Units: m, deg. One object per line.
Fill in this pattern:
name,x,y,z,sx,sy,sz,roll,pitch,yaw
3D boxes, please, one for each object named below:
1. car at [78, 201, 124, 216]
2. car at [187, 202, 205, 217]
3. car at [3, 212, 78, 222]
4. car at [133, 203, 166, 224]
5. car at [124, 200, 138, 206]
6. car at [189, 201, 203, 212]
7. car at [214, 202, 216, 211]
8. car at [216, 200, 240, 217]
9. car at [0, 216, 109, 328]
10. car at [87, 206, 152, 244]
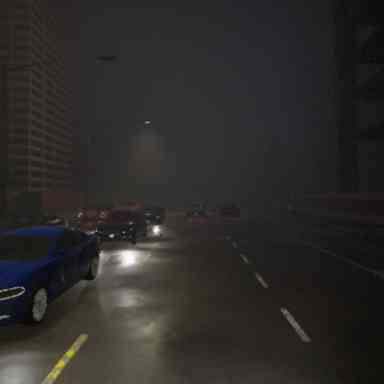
car,-6.735,1.568,24.320,2.097,1.767,4.553,0,-1,1
car,0.420,1.922,35.333,1.895,1.301,4.718,0,-1,1
car,-6.935,1.617,14.259,2.128,1.511,4.902,0,-1,1
car,-3.186,1.793,27.219,2.033,1.411,5.357,0,-1,1
car,-6.593,1.660,34.409,2.097,1.767,4.553,0,-1,1
car,0.577,2.025,46.696,1.895,1.301,4.718,0,0,1
car,4.085,1.907,46.946,1.882,1.535,5.008,0,0,1
car,3.920,1.802,35.349,1.882,1.535,5.008,0,-1,1
car,-3.524,1.543,7.397,1.882,1.535,5.008,0,-1,1
car,-3.393,1.654,16.624,1.837,1.490,4.892,0,0,1
